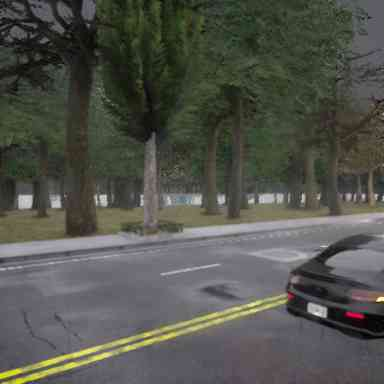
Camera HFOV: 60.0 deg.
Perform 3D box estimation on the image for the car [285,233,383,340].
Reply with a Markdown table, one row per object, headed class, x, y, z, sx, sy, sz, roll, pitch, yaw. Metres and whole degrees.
| class | x | y | z | sx | sy | sz | roll | pitch | yaw |
| --- | --- | --- | --- | --- | --- | --- | --- | --- | --- |
| car | 3.644 | 1.491 | 6.041 | 4.674 | 1.442 | 1.812 | 0 | 0 | -35 |
